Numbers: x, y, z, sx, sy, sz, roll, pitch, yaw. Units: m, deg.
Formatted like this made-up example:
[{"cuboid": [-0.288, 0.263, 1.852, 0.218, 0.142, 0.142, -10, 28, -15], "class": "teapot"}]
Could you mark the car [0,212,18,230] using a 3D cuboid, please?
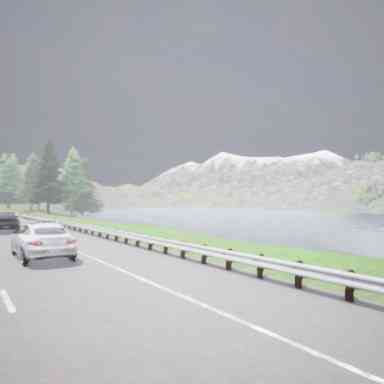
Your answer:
[{"cuboid": [-14.187, 2.235, 24.987, 1.837, 1.490, 4.892, 2, -2, -34], "class": "car"}]

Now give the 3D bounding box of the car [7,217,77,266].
[{"cuboid": [-5.955, 1.925, 13.236, 1.812, 1.442, 4.674, 2, -2, -34], "class": "car"}]
